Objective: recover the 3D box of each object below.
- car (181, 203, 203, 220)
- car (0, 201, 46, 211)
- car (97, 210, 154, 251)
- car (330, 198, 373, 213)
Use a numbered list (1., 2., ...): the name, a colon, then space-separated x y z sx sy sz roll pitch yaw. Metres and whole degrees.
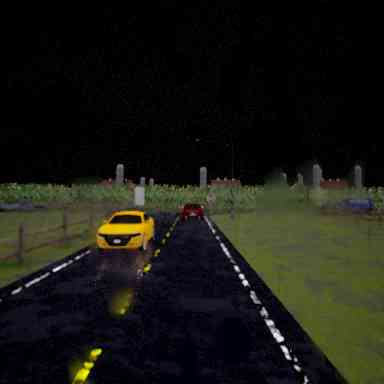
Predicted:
1. car: 0.015 1.800 31.452 1.882 1.535 5.008 0 0 -1
2. car: -22.147 1.821 43.690 5.357 1.411 2.033 0 -2 0
3. car: -2.846 1.635 15.114 1.882 1.535 5.008 0 -1 0
4. car: 22.219 1.905 46.402 5.566 2.045 2.150 0 -2 1
